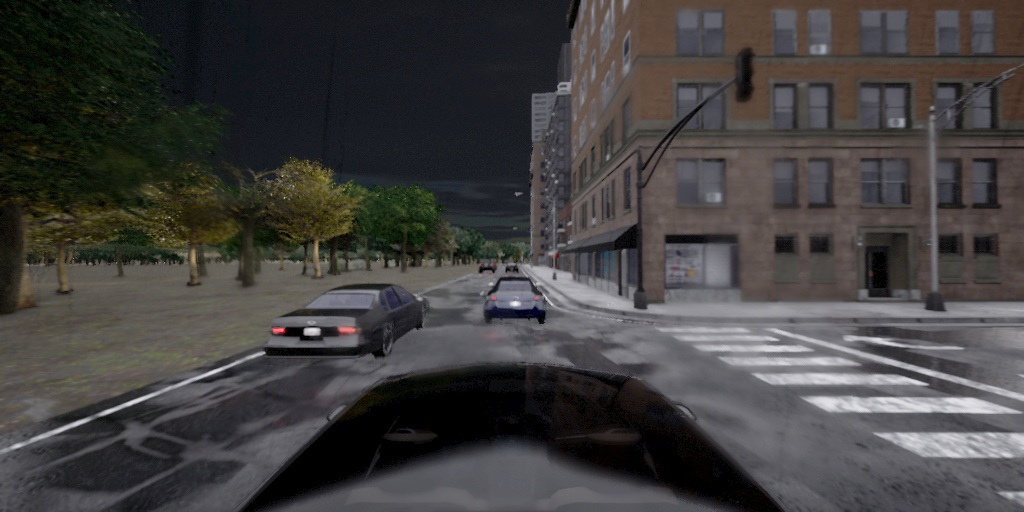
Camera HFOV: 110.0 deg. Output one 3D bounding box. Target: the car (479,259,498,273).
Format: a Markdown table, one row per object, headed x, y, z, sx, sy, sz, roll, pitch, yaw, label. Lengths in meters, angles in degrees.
| x | y | z | sx | sy | sz | roll | pitch | yaw | label |
| --- | --- | --- | --- | --- | --- | --- | --- | --- | --- |
| -3.510 | 1.375 | 51.096 | 2.150 | 2.045 | 5.566 | 0 | 0 | 0 | car |

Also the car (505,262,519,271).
| x | y | z | sx | sy | sz | roll | pitch | yaw | label |
| --- | --- | --- | --- | --- | --- | --- | --- | --- | --- |
| -0.010 | 1.629 | 51.066 | 1.882 | 1.535 | 5.008 | 0 | 0 | 0 | car |

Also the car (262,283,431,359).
| x | y | z | sx | sy | sz | roll | pitch | yaw | label |
| --- | --- | --- | --- | --- | --- | --- | --- | --- | --- |
| -3.404 | 1.362 | 8.619 | 2.033 | 1.411 | 5.357 | 0 | -1 | 0 | car |

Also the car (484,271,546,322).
| x | y | z | sx | sy | sz | roll | pitch | yaw | label |
| --- | --- | --- | --- | --- | --- | --- | --- | --- | --- |
| 0.099 | 1.415 | 12.706 | 1.994 | 1.385 | 4.181 | 0 | -1 | 0 | car |

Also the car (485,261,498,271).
| x | y | z | sx | sy | sz | roll | pitch | yaw | label |
| --- | --- | --- | --- | --- | --- | --- | --- | --- | --- |
| -3.513 | 1.666 | 61.484 | 1.882 | 1.535 | 5.008 | 0 | 0 | 0 | car |
